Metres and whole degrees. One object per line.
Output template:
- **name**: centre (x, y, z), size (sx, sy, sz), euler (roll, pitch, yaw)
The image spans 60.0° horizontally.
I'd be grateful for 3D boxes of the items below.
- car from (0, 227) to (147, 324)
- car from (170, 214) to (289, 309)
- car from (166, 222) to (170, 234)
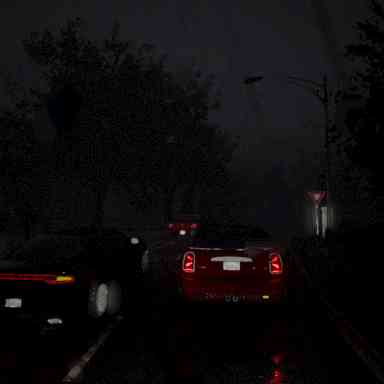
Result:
- **car**: centre (-2.374, 1.504, 7.408), size (1.882, 1.535, 5.008), euler (0, 0, 6)
- **car**: centre (0.978, 1.355, 8.103), size (2.097, 1.767, 4.553), euler (-1, 0, 7)
- **car**: centre (0.234, 1.901, 19.171), size (1.895, 1.301, 4.718), euler (-1, -4, 18)
